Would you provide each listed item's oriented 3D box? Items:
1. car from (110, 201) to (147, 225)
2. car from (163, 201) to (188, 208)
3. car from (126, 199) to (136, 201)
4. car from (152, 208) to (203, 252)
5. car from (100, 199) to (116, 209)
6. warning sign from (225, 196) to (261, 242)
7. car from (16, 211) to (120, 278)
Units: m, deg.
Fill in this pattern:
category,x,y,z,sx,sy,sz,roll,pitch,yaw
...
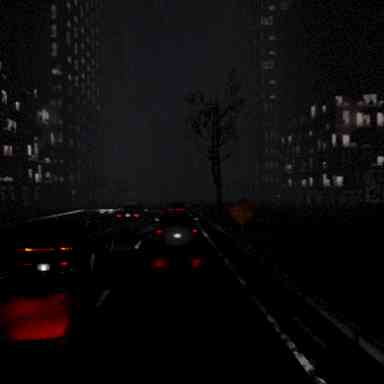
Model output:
category,x,y,z,sx,sy,sz,roll,pitch,yaw
car,-4.530,1.668,25.346,2.033,1.411,5.357,-1,0,-3
car,-1.464,1.588,29.275,1.837,1.490,4.892,-1,0,-3
car,-9.309,1.770,50.877,1.812,1.442,4.674,-1,0,-3
car,-0.639,1.602,14.314,1.994,1.385,4.181,-1,0,-3
car,-12.531,1.839,50.251,2.033,1.411,5.357,-1,0,-3
warning sign,2.154,1.112,14.256,1.300,1.860,1.060,0,1,-3
car,-3.710,1.583,10.503,1.837,1.490,4.892,-1,0,-3
